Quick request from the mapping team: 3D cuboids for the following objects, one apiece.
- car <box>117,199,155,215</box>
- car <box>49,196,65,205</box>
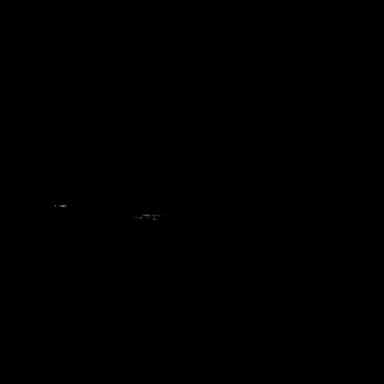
[{"bbox_3d":[-5.563,1.414,32.504,2.033,1.411,5.357,-2,1,-35],"label":"car"},{"bbox_3d":[-23.456,1.488,57.797,1.837,1.490,4.892,-2,1,-35],"label":"car"}]
